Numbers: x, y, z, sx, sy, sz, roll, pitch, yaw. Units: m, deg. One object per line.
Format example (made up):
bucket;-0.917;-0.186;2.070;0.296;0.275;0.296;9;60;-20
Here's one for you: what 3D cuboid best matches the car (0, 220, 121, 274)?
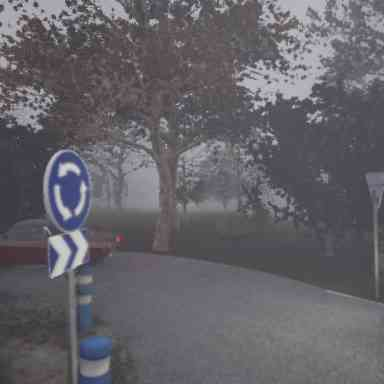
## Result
car;-4.475;1.441;9.216;4.718;1.301;1.895;0;1;-2
